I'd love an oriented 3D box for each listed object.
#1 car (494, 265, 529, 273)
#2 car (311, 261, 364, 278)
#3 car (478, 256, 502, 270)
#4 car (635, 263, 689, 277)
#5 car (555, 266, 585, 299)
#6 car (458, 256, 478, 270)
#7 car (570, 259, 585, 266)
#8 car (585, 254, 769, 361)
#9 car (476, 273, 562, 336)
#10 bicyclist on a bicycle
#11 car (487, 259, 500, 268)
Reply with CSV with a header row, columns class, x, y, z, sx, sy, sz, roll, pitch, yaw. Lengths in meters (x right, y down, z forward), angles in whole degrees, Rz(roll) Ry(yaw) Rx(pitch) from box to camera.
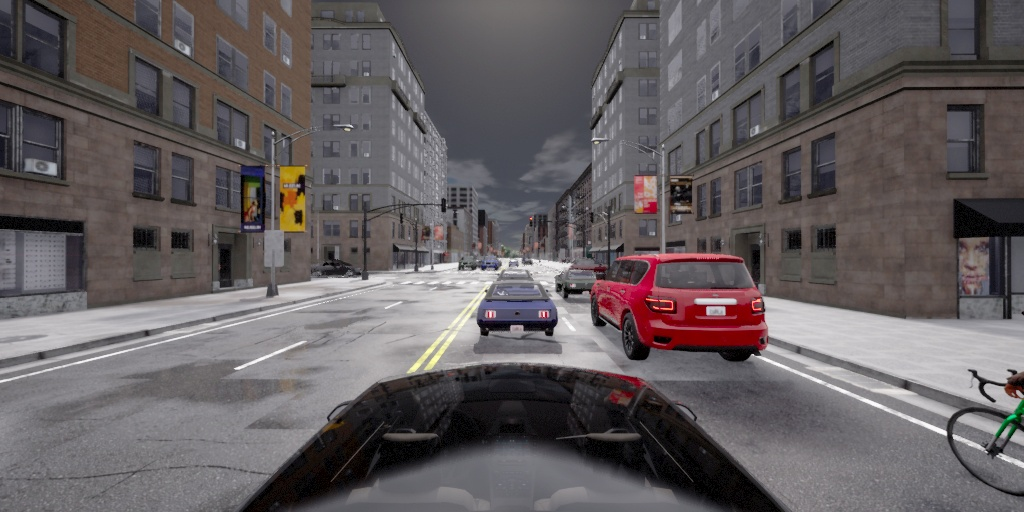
class,x,y,z,sx,sy,sz,roll,pitch,yaw
car,0.161,1.355,19.447,1.895,1.301,4.718,0,0,0
car,-16.304,1.243,33.753,4.892,1.490,1.837,0,0,1
car,-3.135,0.989,51.748,2.150,2.045,5.566,0,0,2
car,15.184,1.410,36.471,4.718,1.301,1.895,0,0,0
car,3.306,1.354,18.186,1.895,1.301,4.718,0,0,0
car,-6.410,0.990,52.047,2.150,2.045,5.566,0,0,0
car,7.597,1.122,33.599,4.553,1.767,2.097,0,0,1
car,3.346,0.972,8.418,2.150,2.045,5.566,0,0,2
car,0.129,1.352,10.343,1.895,1.301,4.718,0,0,0
bicyclist on a bicycle,4.148,1.203,2.605,0.582,1.620,1.656,0,0,0
car,-3.108,1.296,61.265,1.812,1.442,4.674,0,0,1
